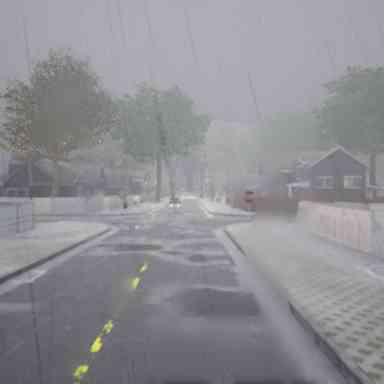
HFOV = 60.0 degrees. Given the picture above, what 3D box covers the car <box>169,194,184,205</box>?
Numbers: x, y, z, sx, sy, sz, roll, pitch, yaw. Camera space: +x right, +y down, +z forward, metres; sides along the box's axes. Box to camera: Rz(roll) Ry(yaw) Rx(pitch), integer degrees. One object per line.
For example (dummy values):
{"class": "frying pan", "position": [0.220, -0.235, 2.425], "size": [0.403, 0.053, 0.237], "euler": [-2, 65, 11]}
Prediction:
{"class": "car", "position": [-2.934, 1.473, 57.697], "size": [1.994, 1.385, 4.181], "euler": [0, 1, 0]}
